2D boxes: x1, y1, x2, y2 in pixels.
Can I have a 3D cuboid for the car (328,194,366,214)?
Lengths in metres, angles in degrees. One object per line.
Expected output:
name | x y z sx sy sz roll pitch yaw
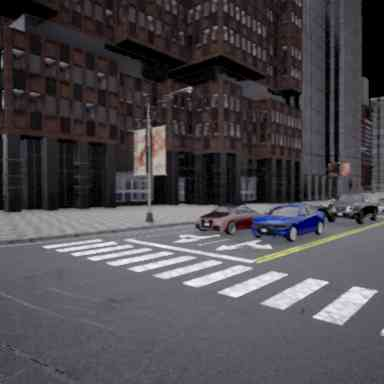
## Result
car | 15.359 1.123 32.821 2.097 1.767 4.553 1 1 42

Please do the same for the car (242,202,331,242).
car | 4.726 1.358 16.061 1.882 1.535 5.008 1 1 42

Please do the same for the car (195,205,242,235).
car | 2.062 1.411 17.955 1.994 1.385 4.181 1 1 42

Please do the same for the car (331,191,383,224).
car | 11.406 1.063 23.530 2.150 2.045 5.566 1 1 42

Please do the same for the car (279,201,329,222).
car | 8.623 1.410 25.301 1.895 1.301 4.718 1 1 42
